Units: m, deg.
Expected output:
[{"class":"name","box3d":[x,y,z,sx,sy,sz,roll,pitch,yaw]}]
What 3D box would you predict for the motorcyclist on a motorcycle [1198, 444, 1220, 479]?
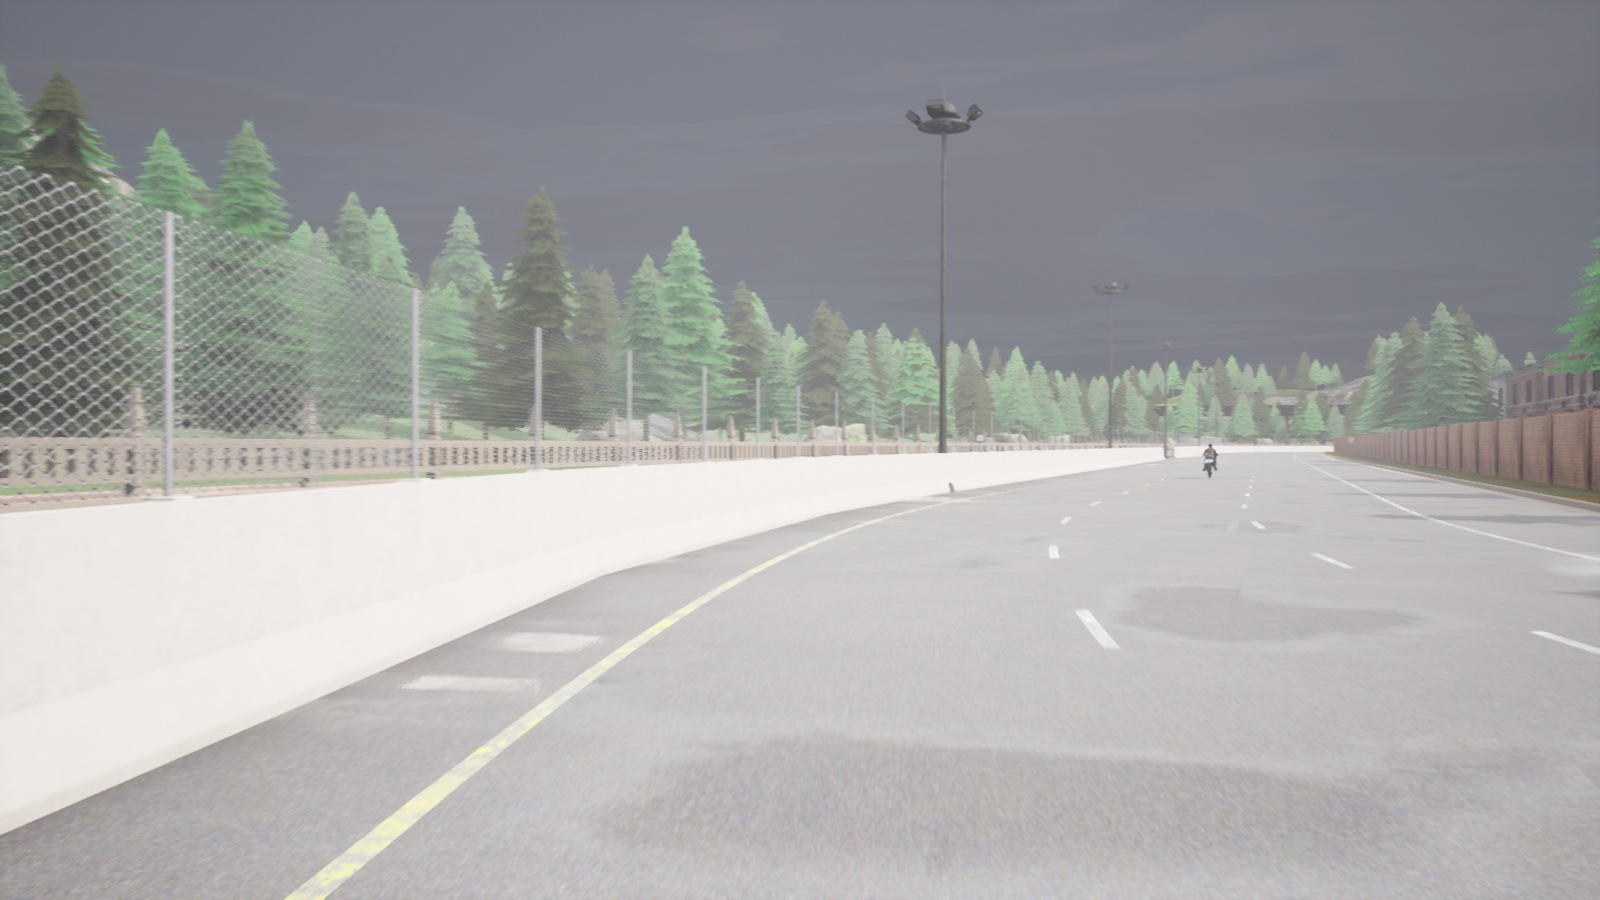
[{"class":"motorcyclist on a motorcycle","box3d":[18.003,0.504,55.256,0.797,1.523,2.044,0,0,20]}]
